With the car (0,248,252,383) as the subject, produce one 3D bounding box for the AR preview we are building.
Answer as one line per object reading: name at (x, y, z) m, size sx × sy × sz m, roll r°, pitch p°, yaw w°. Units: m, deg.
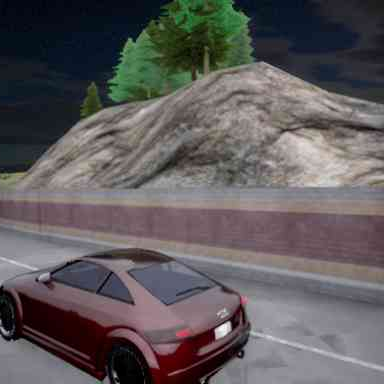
car at (-1.233, 1.576, 5.080) m, size 4.181 × 1.385 × 1.994 m, roll 0°, pitch 0°, yaw 37°
